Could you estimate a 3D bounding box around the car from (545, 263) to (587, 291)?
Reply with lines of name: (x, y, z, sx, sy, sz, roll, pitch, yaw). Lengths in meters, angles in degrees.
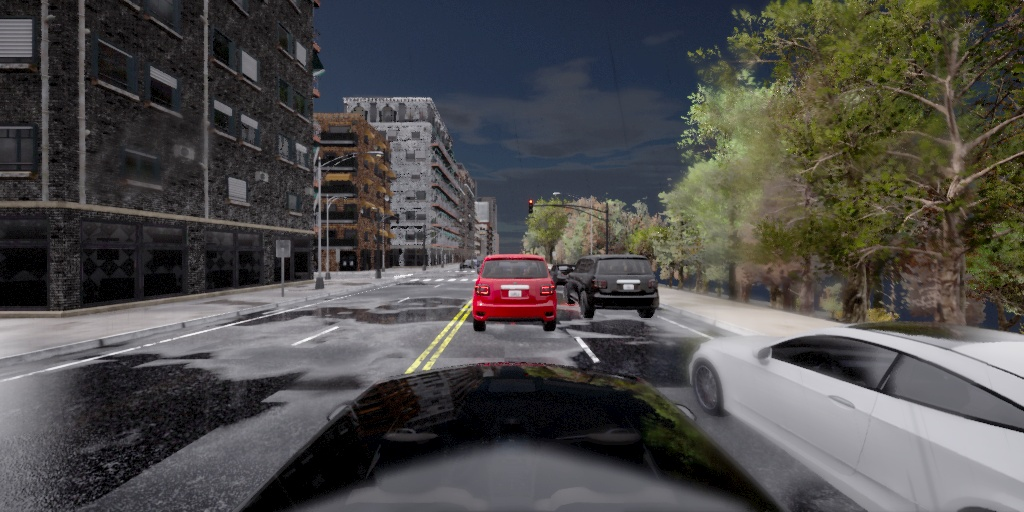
car: (3.278, 1.259, 22.808, 1.837, 1.490, 4.892, 0, 0, -2)

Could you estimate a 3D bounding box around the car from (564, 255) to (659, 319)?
car: (3.305, 0.973, 12.873, 2.150, 2.045, 5.566, 0, 0, 0)

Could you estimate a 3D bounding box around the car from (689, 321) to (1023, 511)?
car: (3.344, 1.276, 2.972, 1.812, 1.442, 4.674, 0, 0, 0)

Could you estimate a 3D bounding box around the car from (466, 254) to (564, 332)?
car: (0.062, 0.972, 11.057, 2.150, 2.045, 5.566, 0, 0, 0)

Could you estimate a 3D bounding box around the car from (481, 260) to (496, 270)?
car: (-3.559, 1.334, 55.134, 1.994, 1.385, 4.181, 0, 0, 0)

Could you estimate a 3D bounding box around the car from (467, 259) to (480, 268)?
car: (-6.814, 1.304, 63.969, 1.812, 1.442, 4.674, 0, 0, 0)

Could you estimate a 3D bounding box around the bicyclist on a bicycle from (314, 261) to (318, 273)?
bicyclist on a bicycle: (-25.056, 1.342, 45.388, 0.582, 1.620, 1.656, -1, 0, -1)

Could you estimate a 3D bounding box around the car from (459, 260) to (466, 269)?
car: (-6.778, 1.275, 54.722, 1.837, 1.490, 4.892, 0, 0, 2)

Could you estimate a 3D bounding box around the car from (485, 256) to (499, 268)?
car: (-3.564, 1.000, 64.249, 2.150, 2.045, 5.566, 0, 0, 0)
